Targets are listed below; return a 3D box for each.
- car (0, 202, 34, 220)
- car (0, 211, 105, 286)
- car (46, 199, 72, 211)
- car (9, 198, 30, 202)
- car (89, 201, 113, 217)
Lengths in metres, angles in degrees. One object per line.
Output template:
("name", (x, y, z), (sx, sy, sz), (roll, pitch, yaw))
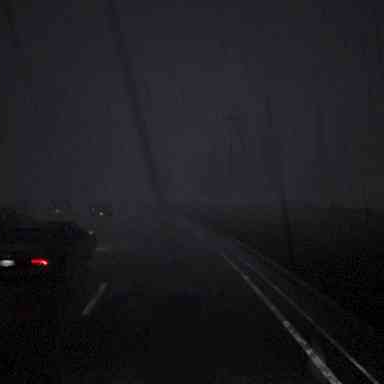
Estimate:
("car", (-8.200, 1.429, 14.204), (2.128, 1.511, 4.902), (0, 0, -8))
("car", (-4.043, 1.504, 9.384), (2.033, 1.411, 5.357), (0, 0, -5))
("car", (-12.066, 1.352, 30.312), (2.128, 1.511, 4.902), (0, 0, -18))
("car", (-16.014, 1.338, 31.017), (1.882, 1.535, 5.008), (0, 0, -19))
("car", (-8.012, 1.463, 29.154), (1.895, 1.301, 4.718), (0, 0, -17))
